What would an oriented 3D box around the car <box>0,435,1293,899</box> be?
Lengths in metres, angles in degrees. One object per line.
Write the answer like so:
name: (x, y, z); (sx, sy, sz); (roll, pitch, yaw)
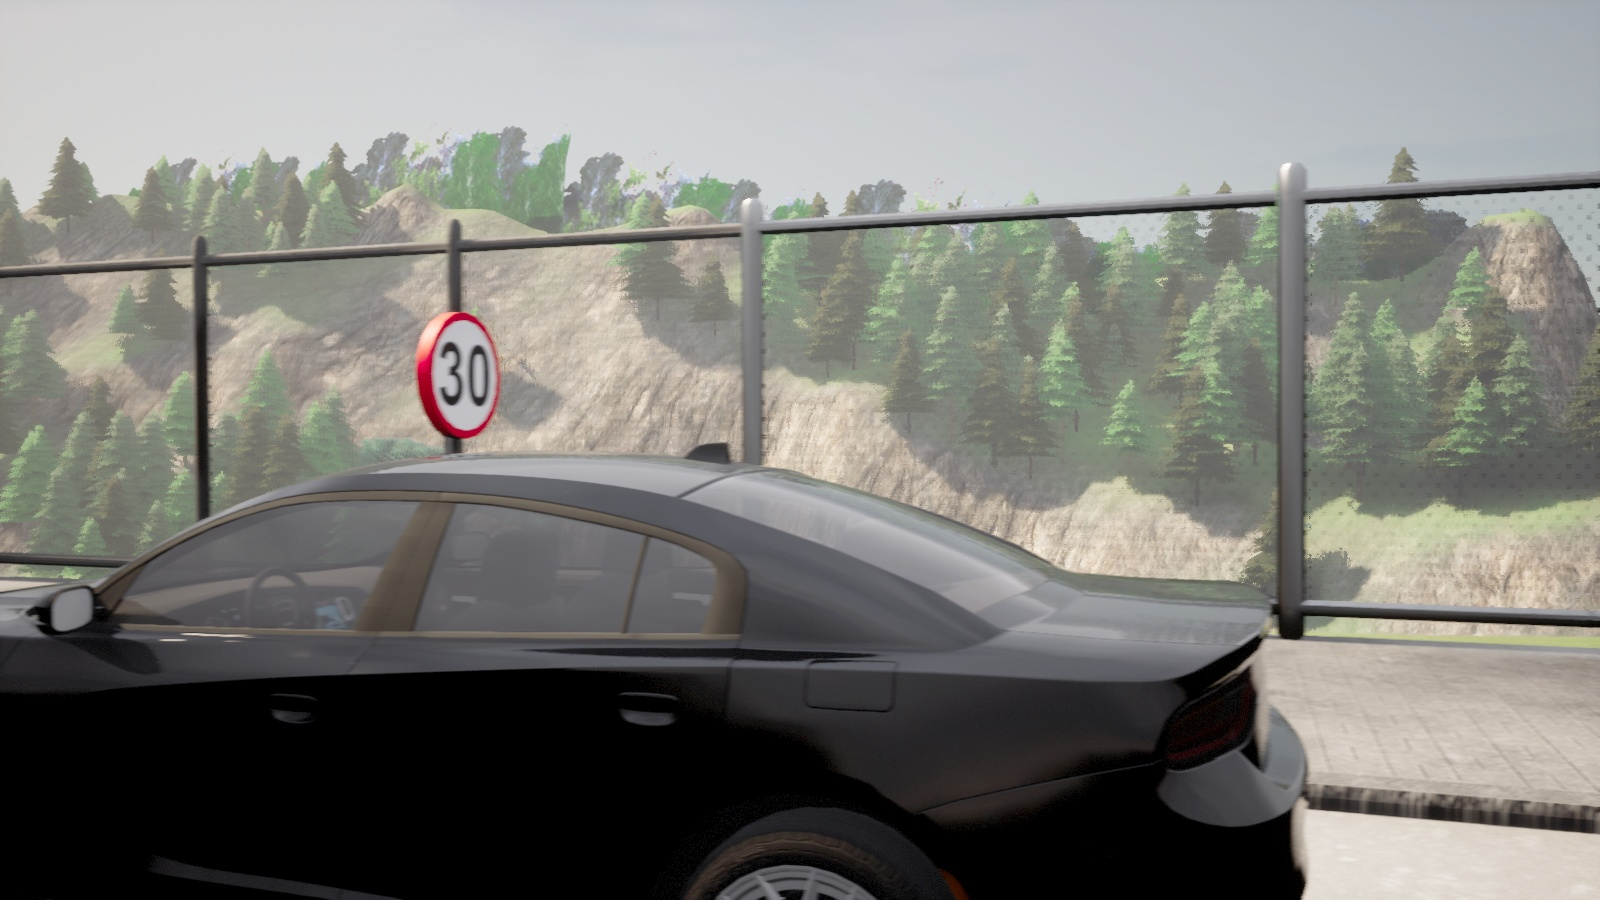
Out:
car: (-1.134, 0.734, 4.101); (5.008, 1.535, 1.882); (1, 1, 19)
